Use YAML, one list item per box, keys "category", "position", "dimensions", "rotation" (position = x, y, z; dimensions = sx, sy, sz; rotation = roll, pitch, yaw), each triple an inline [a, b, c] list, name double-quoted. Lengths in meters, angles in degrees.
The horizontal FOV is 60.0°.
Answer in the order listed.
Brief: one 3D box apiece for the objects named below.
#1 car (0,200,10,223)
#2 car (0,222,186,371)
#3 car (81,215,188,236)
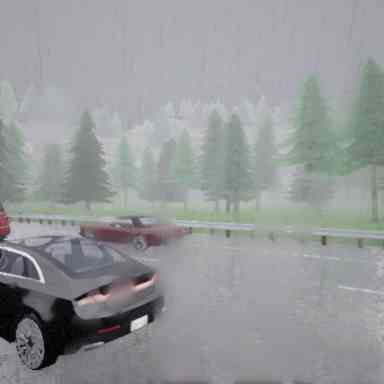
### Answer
- category: "car"
  position: [-10.365, 1.302, 14.716]
  dimensions: [5.566, 2.045, 2.150]
  rotation: [0, 0, 31]
- category: "car"
  position: [-2.698, 1.514, 5.712]
  dimensions: [4.902, 1.511, 2.128]
  rotation: [0, 0, 34]
- category: "car"
  position: [-2.615, 1.634, 14.038]
  dimensions: [4.718, 1.301, 1.895]
  rotation: [0, 0, 33]
